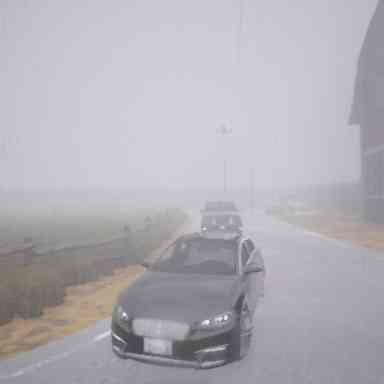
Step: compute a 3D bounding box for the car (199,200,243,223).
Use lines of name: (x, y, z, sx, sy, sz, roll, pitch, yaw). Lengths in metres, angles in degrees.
car: (1.679, 1.485, 19.590, 2.150, 2.045, 5.566, -1, -1, 3)

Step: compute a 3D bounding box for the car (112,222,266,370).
car: (0.310, 1.591, 6.293, 2.128, 1.511, 4.902, -1, -1, 17)

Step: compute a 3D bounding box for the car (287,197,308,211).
car: (14.745, 1.710, 48.362, 2.150, 2.045, 5.566, -1, -1, -9)

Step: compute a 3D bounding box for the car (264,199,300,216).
car: (10.320, 1.893, 38.856, 1.882, 1.535, 5.008, -1, -1, 42)
